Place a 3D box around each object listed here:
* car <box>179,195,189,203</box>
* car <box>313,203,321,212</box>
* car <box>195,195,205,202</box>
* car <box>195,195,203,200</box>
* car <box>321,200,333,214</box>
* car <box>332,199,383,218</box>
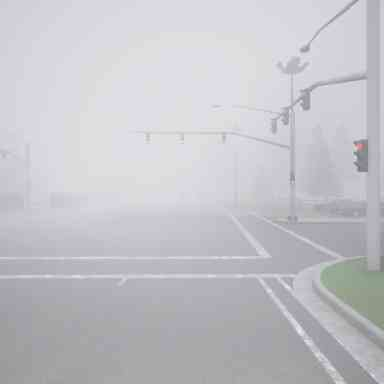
[{"bbox_3d":[-1.611,1.375,71.908,2.097,1.767,4.553,0,0,0],"label":"car"},{"bbox_3d":[15.794,1.489,36.177,5.008,1.535,1.882,0,0,-1],"label":"car"},{"bbox_3d":[1.822,1.524,74.354,1.837,1.490,4.892,0,0,0],"label":"car"},{"bbox_3d":[1.909,1.570,92.558,2.033,1.411,5.357,0,0,0],"label":"car"},{"bbox_3d":[15.632,1.611,32.673,4.718,1.301,1.895,0,0,-1],"label":"car"},{"bbox_3d":[15.372,1.514,29.171,4.892,1.490,1.837,0,0,-1],"label":"car"}]
